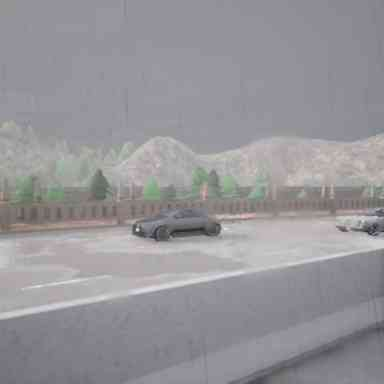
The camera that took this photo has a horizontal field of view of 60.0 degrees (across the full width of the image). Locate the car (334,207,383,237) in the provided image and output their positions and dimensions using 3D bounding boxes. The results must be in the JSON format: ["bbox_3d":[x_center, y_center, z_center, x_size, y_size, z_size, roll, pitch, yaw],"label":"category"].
[{"bbox_3d":[9.690,1.483,17.273,4.718,1.301,1.895,0,0,-25],"label":"car"}]

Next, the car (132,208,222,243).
[{"bbox_3d":[-0.668,1.472,15.688,4.181,1.385,1.994,0,0,-30],"label":"car"}]
